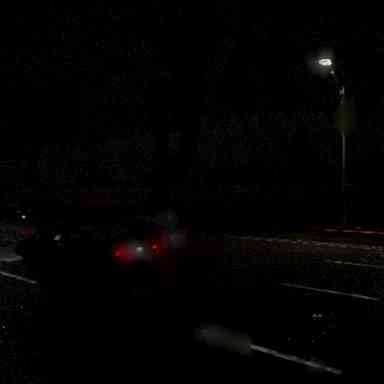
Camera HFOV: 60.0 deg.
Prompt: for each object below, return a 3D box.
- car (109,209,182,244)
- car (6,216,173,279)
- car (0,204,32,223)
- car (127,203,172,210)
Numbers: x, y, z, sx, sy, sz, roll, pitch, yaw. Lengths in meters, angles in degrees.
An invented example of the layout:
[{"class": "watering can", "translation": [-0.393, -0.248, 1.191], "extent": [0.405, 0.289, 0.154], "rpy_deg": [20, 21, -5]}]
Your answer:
[{"class": "car", "translation": [-2.549, 1.618, 14.073], "extent": [4.674, 1.442, 1.812], "rpy_deg": [-1, 0, 37]}, {"class": "car", "translation": [-3.380, 1.625, 10.316], "extent": [5.357, 1.411, 2.033], "rpy_deg": [-1, 0, 37]}, {"class": "car", "translation": [-15.379, 1.762, 28.022], "extent": [4.892, 1.490, 1.837], "rpy_deg": [-1, 0, 37]}, {"class": "car", "translation": [-2.871, 1.471, 18.691], "extent": [4.553, 1.767, 2.097], "rpy_deg": [-1, 0, 37]}]
